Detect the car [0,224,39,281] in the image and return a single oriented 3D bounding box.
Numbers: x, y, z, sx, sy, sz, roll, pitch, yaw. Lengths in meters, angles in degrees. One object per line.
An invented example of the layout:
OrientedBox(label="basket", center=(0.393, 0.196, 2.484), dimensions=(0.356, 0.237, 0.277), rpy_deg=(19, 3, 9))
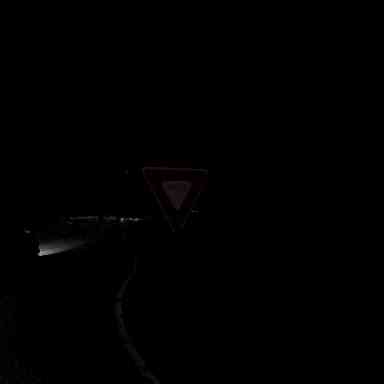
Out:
OrientedBox(label="car", center=(-5.895, 1.621, 9.787), dimensions=(1.994, 1.385, 4.181), rpy_deg=(0, 0, -14))

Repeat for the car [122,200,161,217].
OrientedBox(label="car", center=(-5.100, 1.646, 34.281), dimensions=(1.882, 1.535, 5.008), rpy_deg=(0, 0, 28))
